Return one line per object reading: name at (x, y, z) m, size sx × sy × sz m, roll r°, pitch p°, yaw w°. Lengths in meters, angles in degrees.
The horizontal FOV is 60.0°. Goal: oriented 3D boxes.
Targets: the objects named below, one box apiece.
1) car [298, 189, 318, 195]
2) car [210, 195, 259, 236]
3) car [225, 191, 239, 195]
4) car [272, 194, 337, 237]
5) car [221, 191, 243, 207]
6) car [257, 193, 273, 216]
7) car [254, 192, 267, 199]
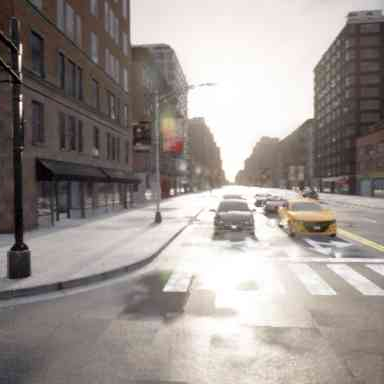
car at (14.966, 0.447, 43.033) m, size 1.837 × 1.490 × 4.892 m, roll -1°, pitch 1°, yaw 6°
car at (2.006, 1.143, 16.209) m, size 1.837 × 1.490 × 4.892 m, roll -1°, pitch 1°, yaw 6°
car at (3.064, 0.912, 25.632) m, size 1.882 × 1.535 × 5.008 m, roll -1°, pitch 1°, yaw 7°
car at (5.210, 1.092, 15.618) m, size 1.882 × 1.535 × 5.008 m, roll -1°, pitch 1°, yaw 6°
car at (4.245, 0.707, 35.674) m, size 2.128 × 1.511 × 4.902 m, roll -1°, pitch 1°, yaw 6°
car at (6.204, 0.986, 24.515) m, size 1.994 × 1.385 × 4.181 m, roll -1°, pitch 1°, yaw 6°
car at (7.439, 0.741, 34.991) m, size 2.033 × 1.411 × 5.357 m, roll -1°, pitch 1°, yaw 6°
